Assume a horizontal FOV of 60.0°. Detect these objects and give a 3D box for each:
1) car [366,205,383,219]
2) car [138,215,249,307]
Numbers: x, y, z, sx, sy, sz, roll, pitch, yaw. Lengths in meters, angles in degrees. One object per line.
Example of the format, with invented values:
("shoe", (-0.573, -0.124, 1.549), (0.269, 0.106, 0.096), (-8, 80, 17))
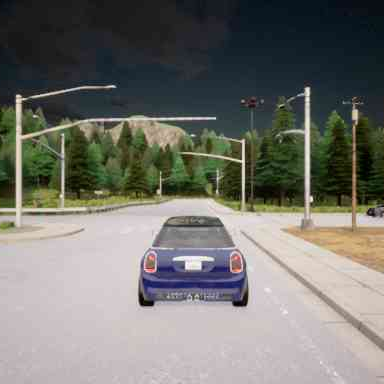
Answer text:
("car", (17.447, 1.589, 28.720), (4.181, 1.385, 1.994), (0, 0, 1))
("car", (0.042, 1.348, 8.150), (2.097, 1.767, 4.553), (0, 0, 0))
